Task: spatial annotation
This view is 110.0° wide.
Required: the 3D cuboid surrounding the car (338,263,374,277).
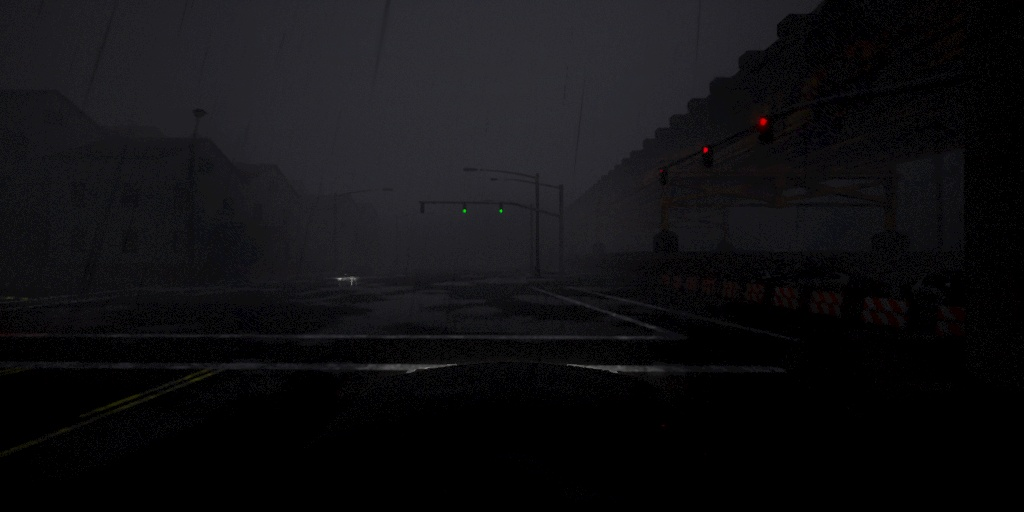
[{"bbox_3d":[-17.172,1.522,39.776,2.033,1.411,5.357,0,0,1],"label":"car"}]
